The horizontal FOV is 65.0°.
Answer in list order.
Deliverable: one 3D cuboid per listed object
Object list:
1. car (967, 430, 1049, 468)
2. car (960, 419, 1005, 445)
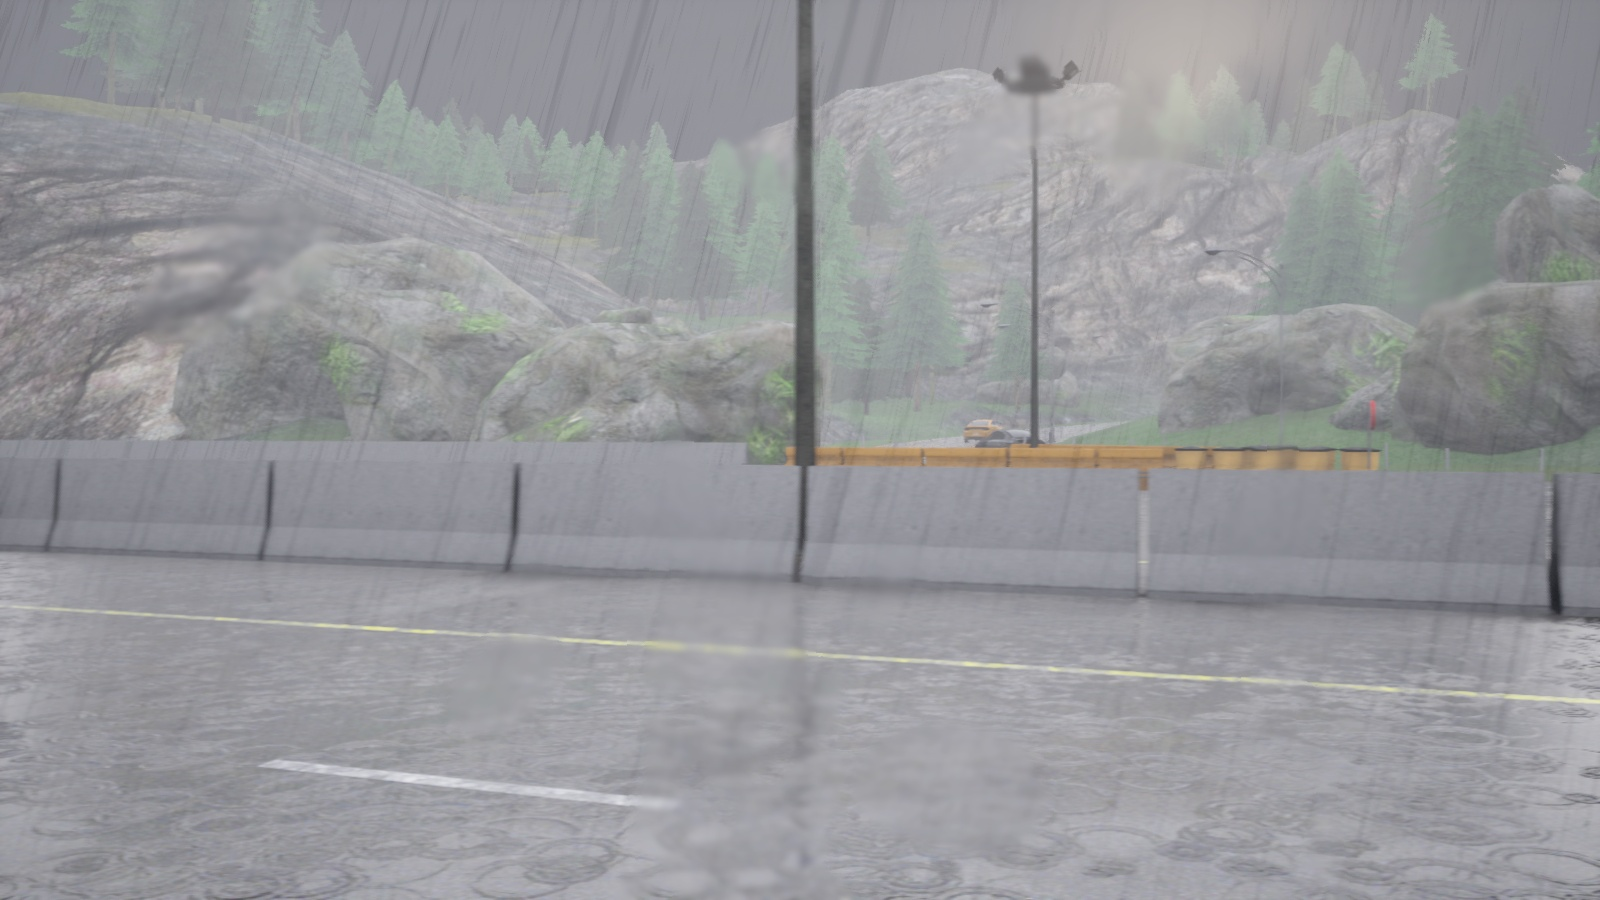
[{"bbox_3d":[8.897,-0.085,54.220,1.837,1.490,4.892,0,2,-12],"label":"car"},{"bbox_3d":[12.220,-1.215,83.840,1.882,1.535,5.008,1,3,21],"label":"car"}]
